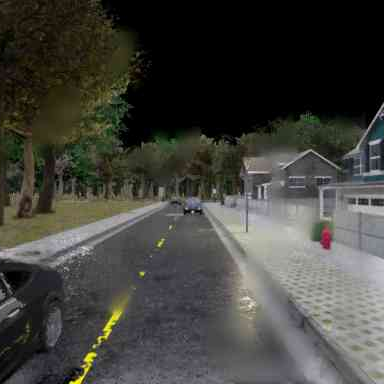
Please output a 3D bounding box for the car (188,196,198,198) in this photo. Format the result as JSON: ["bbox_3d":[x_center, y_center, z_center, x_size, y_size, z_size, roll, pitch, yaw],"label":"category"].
[{"bbox_3d":[0.092,1.376,44.315,2.097,1.767,4.553,0,0,0],"label":"car"}]

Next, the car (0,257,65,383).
[{"bbox_3d":[-2.851,1.526,3.432,1.812,1.442,4.674,0,0,0],"label":"car"}]

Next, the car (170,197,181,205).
[{"bbox_3d":[-2.800,1.589,58.124,2.033,1.411,5.357,0,0,1],"label":"car"}]

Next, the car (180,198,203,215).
[{"bbox_3d":[0.090,1.614,34.005,1.895,1.301,4.718,0,0,0],"label":"car"}]
